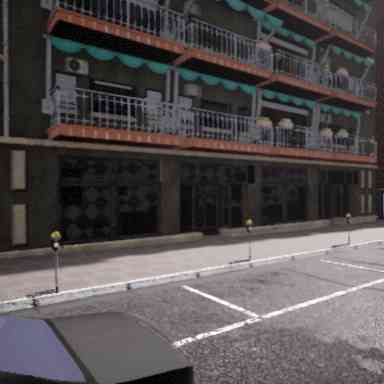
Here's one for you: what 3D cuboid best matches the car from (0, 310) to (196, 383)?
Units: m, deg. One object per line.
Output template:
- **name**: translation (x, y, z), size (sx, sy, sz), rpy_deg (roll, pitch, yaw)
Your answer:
- **car**: translation (-2.401, 1.542, 1.663), size (5.357, 1.411, 2.033), rpy_deg (0, 0, -36)
